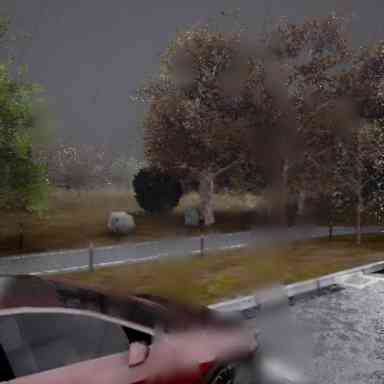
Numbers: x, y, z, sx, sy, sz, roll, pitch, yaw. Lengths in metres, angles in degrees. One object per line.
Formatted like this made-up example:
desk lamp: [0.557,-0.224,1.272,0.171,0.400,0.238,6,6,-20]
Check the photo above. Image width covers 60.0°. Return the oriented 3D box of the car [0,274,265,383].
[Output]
car: [-1.491,1.540,3.004,4.792,1.488,2.163,-1,-1,-33]
